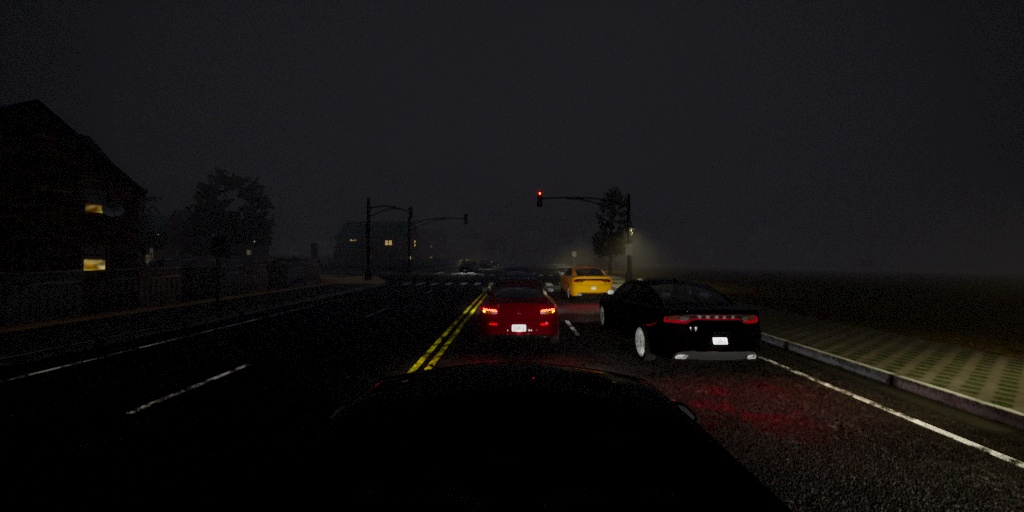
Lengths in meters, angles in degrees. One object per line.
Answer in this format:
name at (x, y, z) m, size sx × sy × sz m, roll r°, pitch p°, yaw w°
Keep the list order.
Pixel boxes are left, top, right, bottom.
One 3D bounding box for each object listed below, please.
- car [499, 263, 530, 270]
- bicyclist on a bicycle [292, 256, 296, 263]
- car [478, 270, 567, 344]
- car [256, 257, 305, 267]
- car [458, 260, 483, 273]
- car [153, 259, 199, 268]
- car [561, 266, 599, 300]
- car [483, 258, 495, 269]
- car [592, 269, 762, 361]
car at (0.281, 1.287, 18.582) m, size 1.812 × 1.442 × 4.674 m, roll 0°, pitch 0°, yaw 0°
bicyclist on a bicycle at (-24.251, 0.776, 39.936) m, size 0.582 × 1.620 × 1.656 m, roll 1°, pitch -1°, yaw 15°
car at (0.163, 1.279, 9.475) m, size 1.812 × 1.442 × 4.674 m, roll 0°, pitch 0°, yaw 1°
car at (-21.060, 0.907, 32.961) m, size 5.008 × 1.535 × 1.882 m, roll 1°, pitch -1°, yaw 16°
car at (-5.447, 1.359, 45.757) m, size 2.033 × 1.411 × 5.357 m, roll 0°, pitch 0°, yaw 5°
car at (-33.850, 0.822, 36.509) m, size 4.718 × 1.301 × 1.895 m, roll 1°, pitch -1°, yaw 16°
car at (3.532, 1.237, 17.768) m, size 1.882 × 1.535 × 5.008 m, roll 0°, pitch 0°, yaw 1°
car at (-4.577, 1.326, 60.663) m, size 1.882 × 1.535 × 5.008 m, roll 0°, pitch 0°, yaw 4°
car at (3.402, 1.230, 8.301) m, size 1.882 × 1.535 × 5.008 m, roll 0°, pitch 0°, yaw 0°
